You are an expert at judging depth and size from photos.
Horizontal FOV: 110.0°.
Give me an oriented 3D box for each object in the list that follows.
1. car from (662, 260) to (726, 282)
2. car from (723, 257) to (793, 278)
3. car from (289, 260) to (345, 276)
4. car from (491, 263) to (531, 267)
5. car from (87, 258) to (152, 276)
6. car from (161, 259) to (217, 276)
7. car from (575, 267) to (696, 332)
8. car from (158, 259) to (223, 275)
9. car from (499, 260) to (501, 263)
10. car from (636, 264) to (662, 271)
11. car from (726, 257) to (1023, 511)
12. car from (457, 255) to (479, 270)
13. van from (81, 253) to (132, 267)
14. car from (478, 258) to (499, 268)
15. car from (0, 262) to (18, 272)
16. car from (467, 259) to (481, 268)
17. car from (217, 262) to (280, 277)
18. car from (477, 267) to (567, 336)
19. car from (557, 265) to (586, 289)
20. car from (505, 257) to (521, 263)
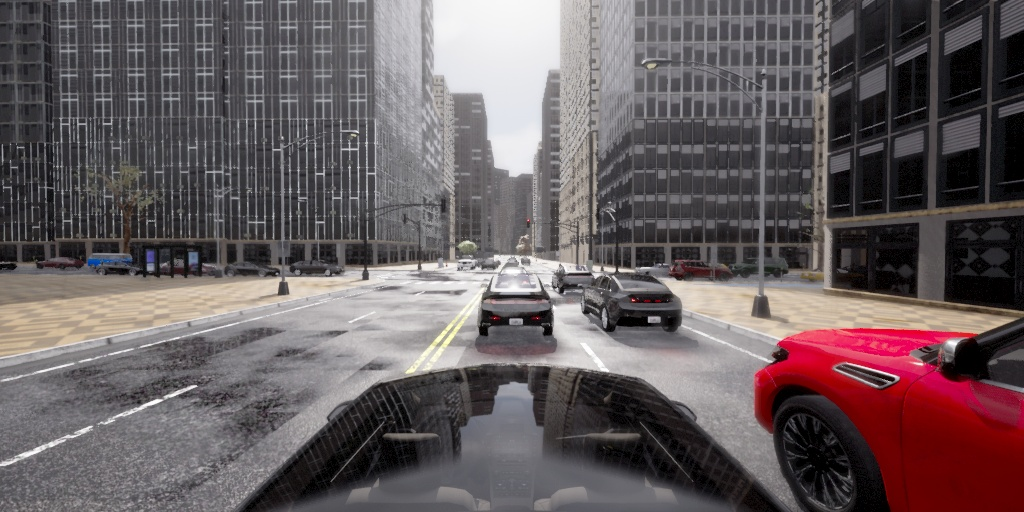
[{"bbox_3d":[16.173,1.269,30.947,5.009,1.841,2.192,0,0,1],"label":"car"},{"bbox_3d":[24.980,1.159,36.574,5.566,2.045,2.150,1,1,1],"label":"car"},{"bbox_3d":[-18.429,1.108,34.054,4.892,1.490,1.837,1,1,2],"label":"car"},{"bbox_3d":[0.088,1.288,20.087,2.033,1.411,5.357,0,0,0],"label":"car"},{"bbox_3d":[-34.117,1.069,31.748,4.313,1.339,1.948,0,0,1],"label":"car"},{"bbox_3d":[-28.436,1.138,31.578,4.207,1.307,1.802,0,0,1],"label":"car"},{"bbox_3d":[3.343,1.251,10.845,1.837,1.490,4.892,0,0,0],"label":"car"},{"bbox_3d":[-30.698,1.017,34.313,4.674,1.442,1.812,0,1,1],"label":"car"},{"bbox_3d":[-3.372,1.267,61.713,1.994,1.385,4.181,0,0,0],"label":"car"},{"bbox_3d":[15.075,1.452,36.730,4.718,1.301,1.895,0,1,0],"label":"car"},{"bbox_3d":[3.348,0.972,0.981,2.150,2.045,5.566,0,0,0],"label":"car"},{"bbox_3d":[-6.624,0.935,52.576,2.150,2.045,5.566,0,0,0],"label":"car"},{"bbox_3d":[-45.314,0.604,40.401,3.998,1.789,1.690,0,0,1],"label":"van"},{"bbox_3d":[-3.373,1.192,52.127,1.882,1.535,5.008,0,0,0],"label":"car"},{"bbox_3d":[-51.289,0.902,34.791,4.718,1.301,1.895,1,1,2],"label":"car"},{"bbox_3d":[-6.608,1.266,62.616,1.994,1.385,4.181,0,0,0],"label":"car"},{"bbox_3d":[-22.752,1.173,31.449,4.313,1.339,1.948,0,0,1],"label":"car"},{"bbox_3d":[0.093,1.238,10.352,2.128,1.511,4.902,0,0,0],"label":"car"},{"bbox_3d":[3.338,1.232,20.093,2.128,1.511,4.902,0,0,0],"label":"car"},{"bbox_3d":[0.001,1.245,48.731,1.812,1.442,4.674,0,0,2],"label":"car"}]
